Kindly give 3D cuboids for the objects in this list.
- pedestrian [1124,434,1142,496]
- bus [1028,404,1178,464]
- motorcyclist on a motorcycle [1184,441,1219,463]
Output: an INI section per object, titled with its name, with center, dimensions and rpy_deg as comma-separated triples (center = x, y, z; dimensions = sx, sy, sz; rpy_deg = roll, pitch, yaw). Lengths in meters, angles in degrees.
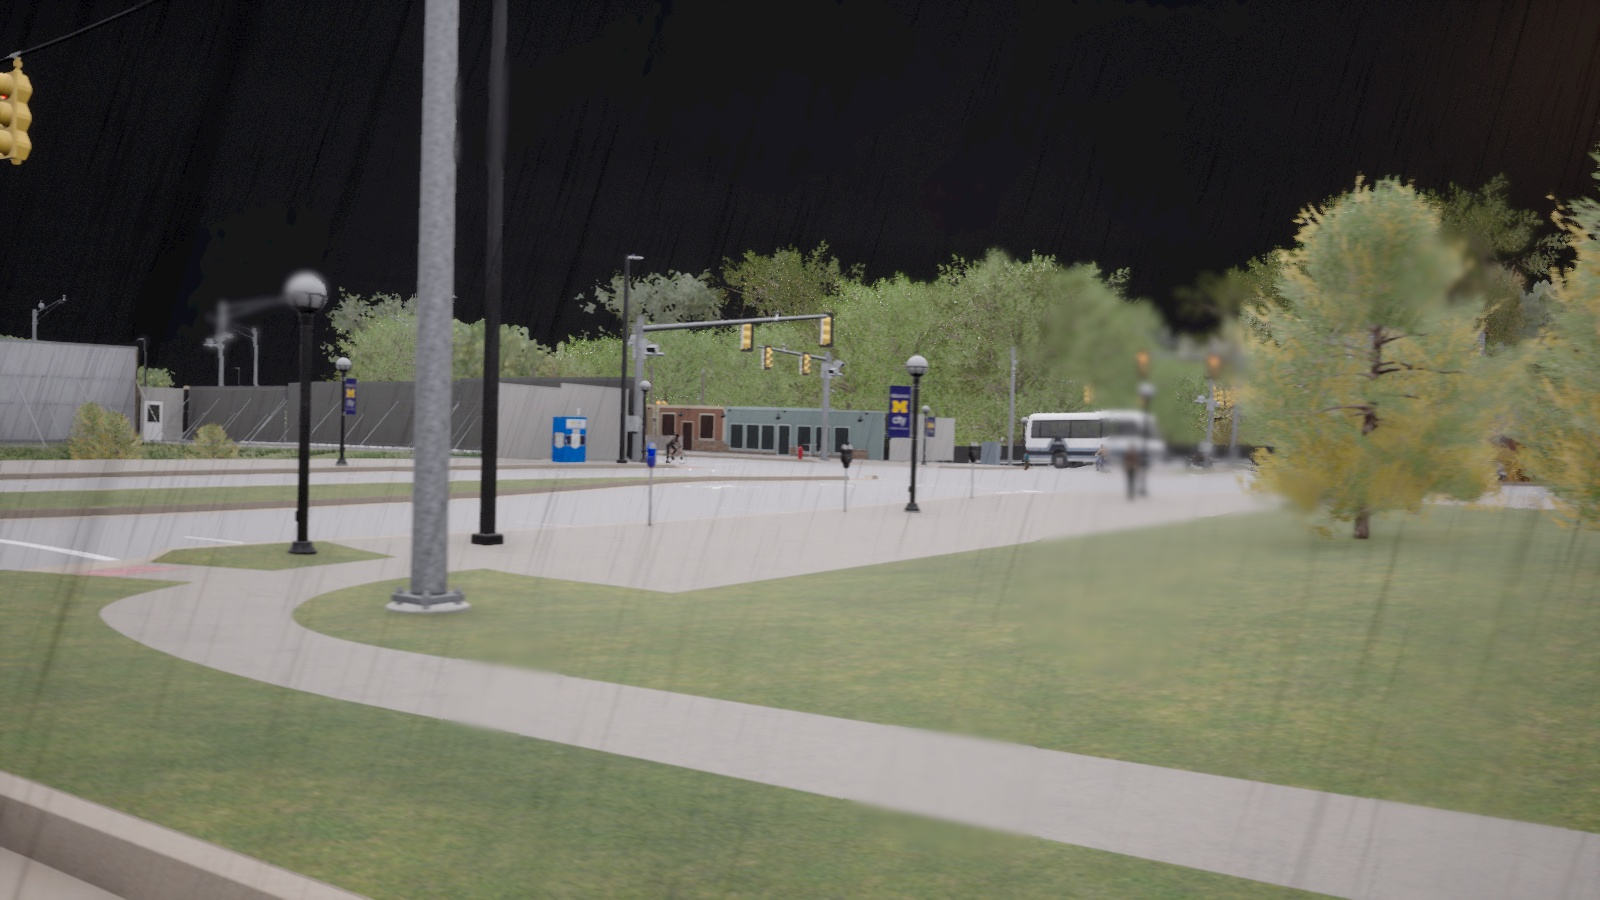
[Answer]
[pedestrian]
center = 10.057, 0.443, 37.912
dimensions = 0.331, 1.846, 0.634
rpy_deg = 2, 2, 31
[bus]
center = 22.750, -1.090, 94.563
dimensions = 10.273, 4.253, 3.944
rpy_deg = -1, -1, 38
[motorcyclist on a motorcycle]
center = 30.002, 0.150, 93.928
dimensions = 2.350, 1.649, 0.766
rpy_deg = -1, 0, 35
